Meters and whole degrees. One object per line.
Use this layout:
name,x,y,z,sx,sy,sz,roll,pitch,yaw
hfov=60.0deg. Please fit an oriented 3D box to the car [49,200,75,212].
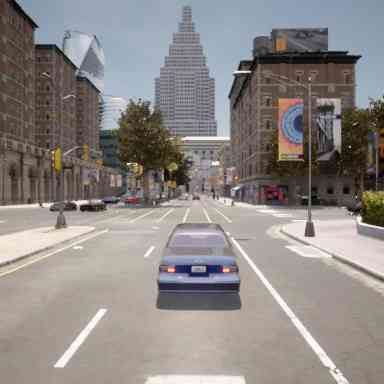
car,-14.623,1.564,37.981,1.994,1.385,4.181,0,0,1

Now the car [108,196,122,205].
car,-14.325,1.601,58.731,1.895,1.301,4.718,0,0,1

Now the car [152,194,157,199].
car,-10.387,1.354,86.734,2.097,1.767,4.553,0,0,1

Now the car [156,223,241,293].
car,0.176,1.547,8.984,2.033,1.411,5.357,0,0,1

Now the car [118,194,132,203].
car,-14.099,1.355,70.480,2.097,1.767,4.553,0,0,1

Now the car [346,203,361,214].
car,17.841,1.601,32.590,4.718,1.301,1.895,0,0,0

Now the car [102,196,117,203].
car,-17.357,1.595,69.885,1.895,1.301,4.718,0,0,1

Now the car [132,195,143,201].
car,-13.914,1.477,84.691,1.882,1.535,5.008,0,0,1

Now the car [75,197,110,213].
car,-11.130,1.601,37.528,1.895,1.301,4.718,0,0,1

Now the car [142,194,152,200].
car,-10.578,1.500,72.069,1.837,1.490,4.892,0,0,1

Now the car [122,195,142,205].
car,-10.806,1.477,59.911,1.882,1.535,5.008,0,0,1

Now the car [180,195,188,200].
car,-2.342,1.519,90.138,1.812,1.442,4.674,0,0,1

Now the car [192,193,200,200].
car,1.158,1.350,90.063,2.097,1.767,4.553,0,0,1
